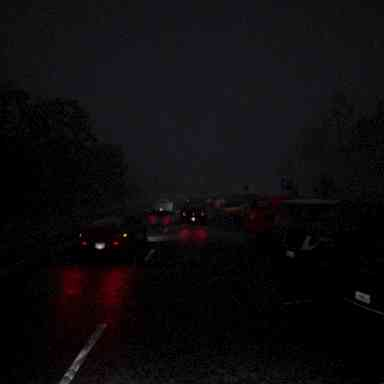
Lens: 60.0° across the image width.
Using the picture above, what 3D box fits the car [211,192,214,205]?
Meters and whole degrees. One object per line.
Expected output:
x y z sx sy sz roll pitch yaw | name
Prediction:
5.038 1.174 39.092 4.553 1.767 2.185 0 1 -20 | car

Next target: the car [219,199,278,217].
5.093 1.433 30.162 4.792 1.488 2.163 1 0 -20 | car

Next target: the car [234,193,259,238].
5.098 1.226 15.237 5.566 2.045 2.435 1 0 -20 | car

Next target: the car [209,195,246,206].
5.091 1.195 48.065 4.792 1.488 2.163 0 1 -20 | car

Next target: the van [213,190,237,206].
4.961 1.113 36.064 4.442 1.987 1.878 0 1 -20 | van

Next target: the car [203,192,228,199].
5.236 0.838 74.955 5.366 1.575 1.946 1 0 -20 | car

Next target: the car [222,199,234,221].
5.040 1.474 24.166 4.792 1.488 2.163 1 1 -20 | car

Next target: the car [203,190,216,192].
5.073 0.963 62.957 4.892 1.521 2.231 1 1 -20 | car

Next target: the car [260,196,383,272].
5.047 1.231 9.241 5.566 2.045 2.435 1 0 -20 | car

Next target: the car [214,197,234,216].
4.895 1.420 27.093 5.366 1.575 1.946 1 1 -20 | car

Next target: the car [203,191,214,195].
4.891 1.115 50.968 5.366 1.575 1.946 0 1 -20 | car

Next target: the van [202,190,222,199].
4.955 0.561 80.809 4.442 1.987 1.878 1 1 -20 | van

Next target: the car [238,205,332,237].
5.064 1.509 18.209 4.674 1.452 2.002 1 0 -20 | car

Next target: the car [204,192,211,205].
4.891 1.208 45.003 5.366 1.575 1.946 0 1 -20 | car

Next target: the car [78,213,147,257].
-2.902 1.516 12.785 1.812 1.442 4.674 0 0 0 | car

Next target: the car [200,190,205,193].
5.092 0.676 65.955 5.566 2.045 2.435 1 0 -20 | car

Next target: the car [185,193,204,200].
0.095 1.251 42.401 2.128 1.511 4.902 0 1 0 | car

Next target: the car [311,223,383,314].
5.063 1.486 6.272 4.892 1.521 2.231 1 0 -20 | car

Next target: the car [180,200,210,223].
0.097 1.549 25.175 1.895 1.301 4.718 0 0 0 | car

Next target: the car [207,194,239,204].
5.060 1.117 54.017 4.674 1.452 2.002 1 1 -20 | car

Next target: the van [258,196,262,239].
4.963 1.253 12.194 4.442 1.987 1.878 1 0 -20 | van

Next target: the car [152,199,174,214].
-2.903 1.400 33.656 1.812 1.442 4.674 0 1 0 | car
